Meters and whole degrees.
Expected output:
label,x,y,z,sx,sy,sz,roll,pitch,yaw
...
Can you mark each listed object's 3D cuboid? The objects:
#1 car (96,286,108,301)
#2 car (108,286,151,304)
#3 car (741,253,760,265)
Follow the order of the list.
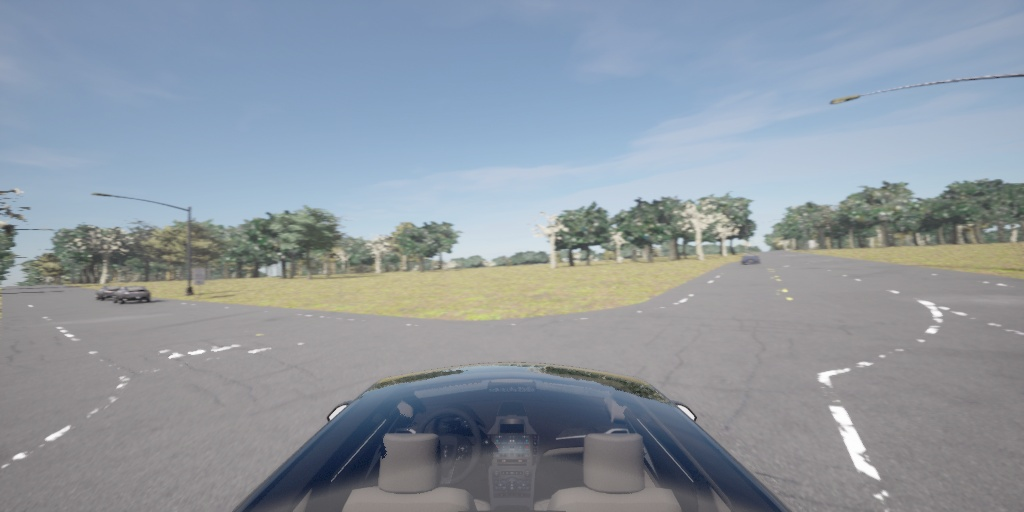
label,x,y,z,sx,sy,sz,roll,pitch,yaw
car,-42.780,3.928,38.338,4.902,1.511,2.128,-3,-2,35
car,-34.163,3.467,32.267,4.902,1.511,2.128,-3,-2,35
car,30.513,0.381,45.911,1.994,1.385,4.181,-4,-1,34
